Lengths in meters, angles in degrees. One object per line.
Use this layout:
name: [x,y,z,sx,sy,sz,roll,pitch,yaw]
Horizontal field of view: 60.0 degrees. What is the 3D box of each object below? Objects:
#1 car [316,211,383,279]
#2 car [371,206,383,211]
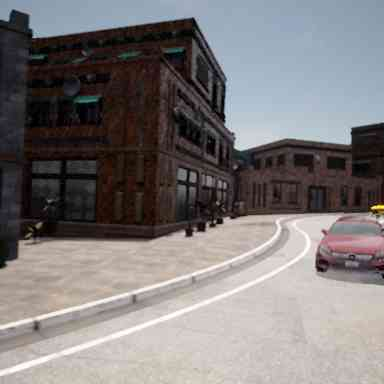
car: [5.174,1.541,10.427,1.812,1.442,4.674,0,0,29]
car: [19.031,1.551,30.557,5.008,1.535,1.882,1,-1,-7]
